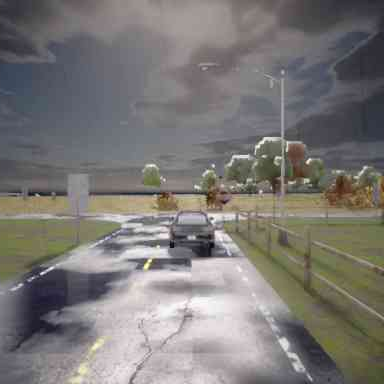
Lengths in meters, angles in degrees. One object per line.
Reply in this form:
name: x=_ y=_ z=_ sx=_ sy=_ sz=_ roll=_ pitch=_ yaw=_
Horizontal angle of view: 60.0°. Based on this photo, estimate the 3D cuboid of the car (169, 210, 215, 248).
car: x=0.000 y=1.532 z=14.650 sx=1.812 sy=1.442 sz=4.674 roll=0 pitch=0 yaw=0
